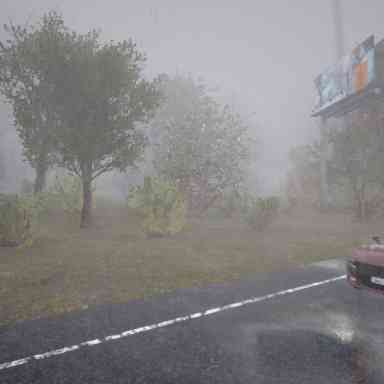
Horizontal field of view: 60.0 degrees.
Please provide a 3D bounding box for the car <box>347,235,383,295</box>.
[{"bbox_3d":[5.731,1.491,8.010,5.008,1.535,1.882,0,0,-35],"label":"car"}]
